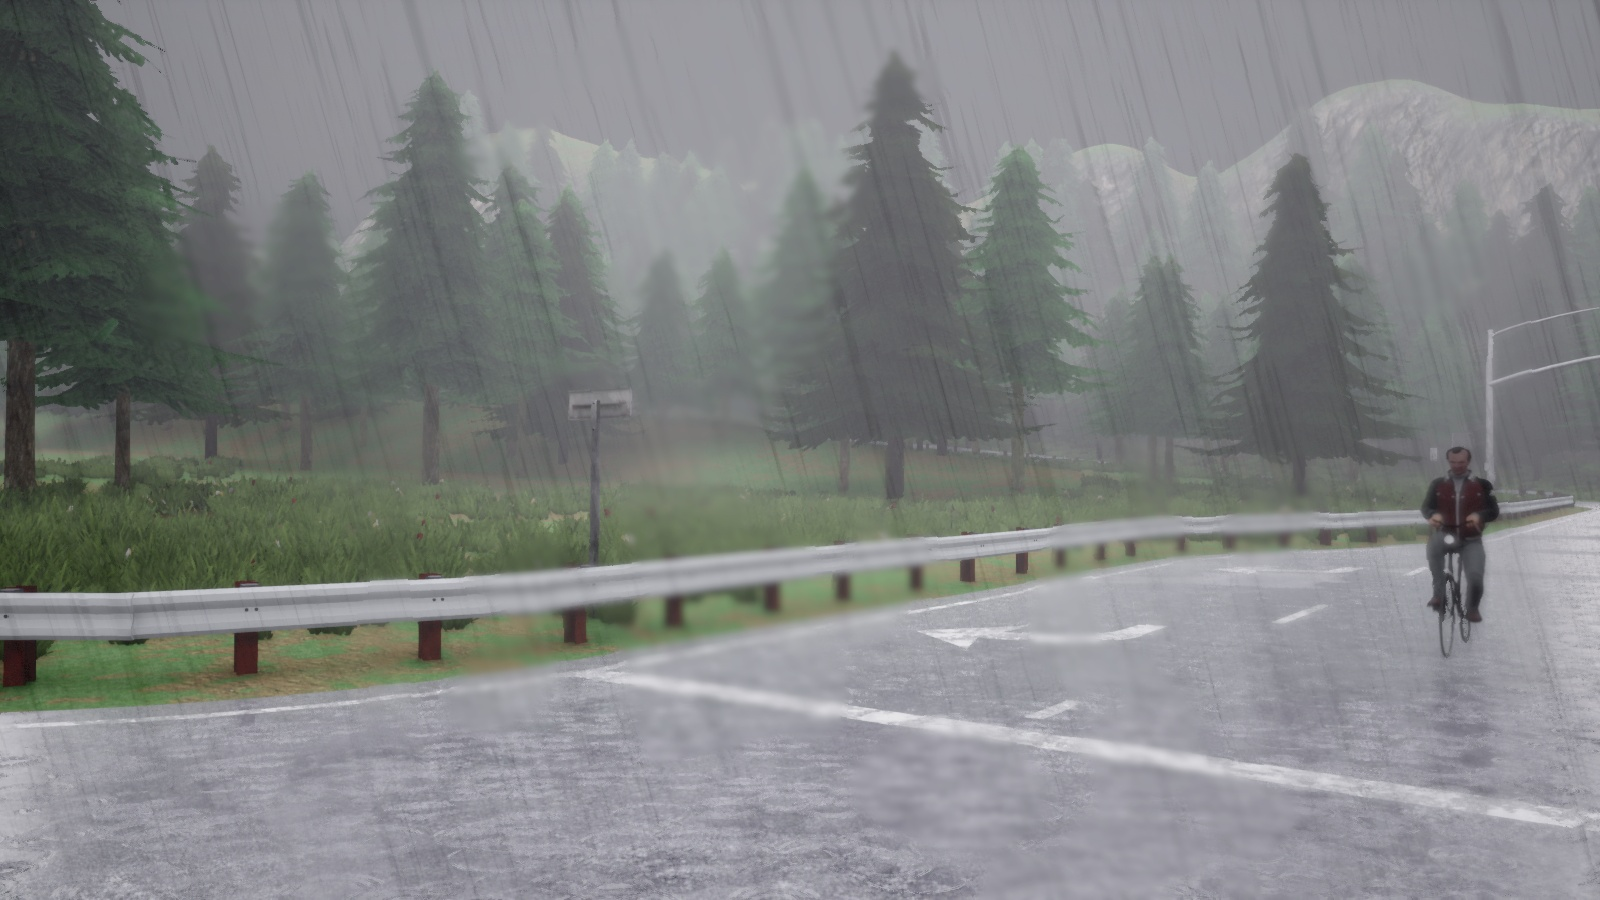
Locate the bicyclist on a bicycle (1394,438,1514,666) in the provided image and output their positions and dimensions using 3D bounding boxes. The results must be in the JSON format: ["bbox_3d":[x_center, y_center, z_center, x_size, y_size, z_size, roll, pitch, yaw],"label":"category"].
[{"bbox_3d":[5.626,0.810,10.748,0.659,1.776,1.843,-1,-1,35],"label":"bicyclist on a bicycle"}]
